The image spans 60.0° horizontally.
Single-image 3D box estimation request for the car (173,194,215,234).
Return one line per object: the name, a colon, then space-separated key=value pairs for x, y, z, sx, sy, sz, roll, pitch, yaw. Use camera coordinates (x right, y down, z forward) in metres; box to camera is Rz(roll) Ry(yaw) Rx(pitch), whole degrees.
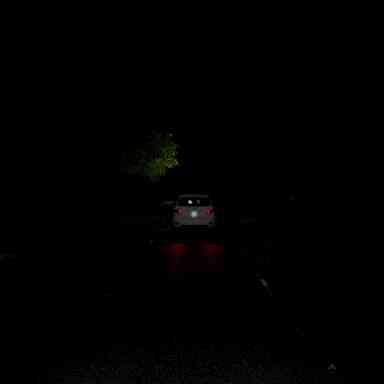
car: x=0.104 y=1.123 z=18.779 sx=2.150 sy=2.045 sz=5.566 roll=0 pitch=0 yaw=0
